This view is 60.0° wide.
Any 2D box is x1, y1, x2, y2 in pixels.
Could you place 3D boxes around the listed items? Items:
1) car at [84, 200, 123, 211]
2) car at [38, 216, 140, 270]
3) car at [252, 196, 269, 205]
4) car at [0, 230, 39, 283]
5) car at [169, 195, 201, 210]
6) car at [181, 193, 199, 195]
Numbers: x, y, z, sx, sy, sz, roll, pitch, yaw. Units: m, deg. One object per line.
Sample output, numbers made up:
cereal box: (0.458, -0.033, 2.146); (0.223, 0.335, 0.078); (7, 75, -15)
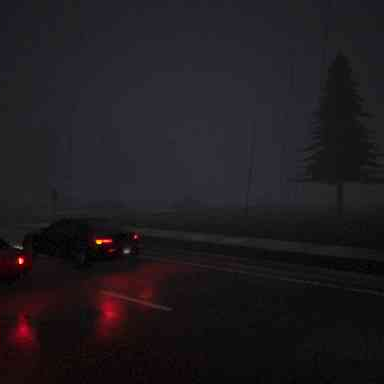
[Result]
car: (-10.880, 1.600, 41.168); (1.895, 1.301, 4.718); (0, 0, 37)
car: (-3.751, 1.526, 11.013); (4.674, 1.442, 1.812); (0, 0, 36)
car: (12.621, 1.526, 60.904); (1.812, 1.442, 4.674); (0, 0, 37)
car: (-6.088, 1.601, 8.386); (4.718, 1.301, 1.895); (0, 0, 36)
car: (-1.013, 1.526, 42.678); (1.812, 1.442, 4.674); (0, 0, 36)
car: (-0.807, 1.217, 54.685); (2.150, 2.045, 5.566); (0, 1, 38)
